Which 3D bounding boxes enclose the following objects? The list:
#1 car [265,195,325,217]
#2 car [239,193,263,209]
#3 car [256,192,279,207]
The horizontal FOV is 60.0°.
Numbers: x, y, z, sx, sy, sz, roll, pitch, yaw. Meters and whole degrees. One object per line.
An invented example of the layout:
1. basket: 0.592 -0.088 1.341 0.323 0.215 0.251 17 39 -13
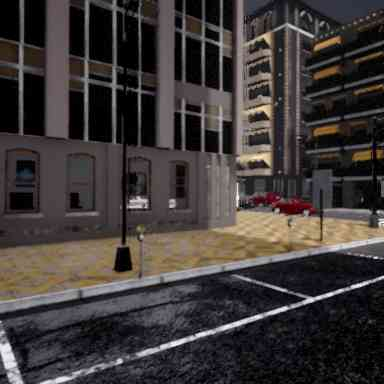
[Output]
1. car: 8.489 1.209 26.817 1.887 1.381 4.507 2 0 -36
2. car: 5.077 1.101 35.920 1.994 1.385 4.181 1 1 -36
3. car: 8.637 0.864 40.901 2.192 1.841 5.009 2 0 -36
